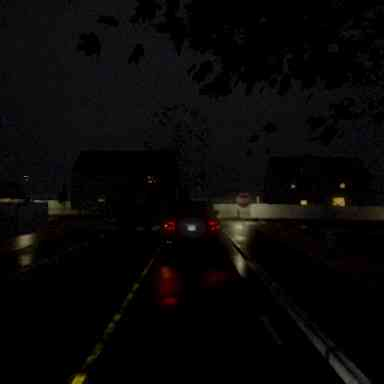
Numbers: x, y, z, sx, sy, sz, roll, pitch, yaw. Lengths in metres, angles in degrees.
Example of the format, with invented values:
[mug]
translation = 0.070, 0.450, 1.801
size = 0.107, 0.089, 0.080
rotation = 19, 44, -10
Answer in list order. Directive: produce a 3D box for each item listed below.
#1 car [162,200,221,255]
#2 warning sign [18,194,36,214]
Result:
[car]
translation = -0.006, 1.351, 14.018
size = 2.150, 2.045, 5.566
rotation = 0, 0, 0
[warning sign]
translation = -15.859, 1.177, 32.012
size = 1.060, 1.860, 1.300
rotation = 0, 0, 0
